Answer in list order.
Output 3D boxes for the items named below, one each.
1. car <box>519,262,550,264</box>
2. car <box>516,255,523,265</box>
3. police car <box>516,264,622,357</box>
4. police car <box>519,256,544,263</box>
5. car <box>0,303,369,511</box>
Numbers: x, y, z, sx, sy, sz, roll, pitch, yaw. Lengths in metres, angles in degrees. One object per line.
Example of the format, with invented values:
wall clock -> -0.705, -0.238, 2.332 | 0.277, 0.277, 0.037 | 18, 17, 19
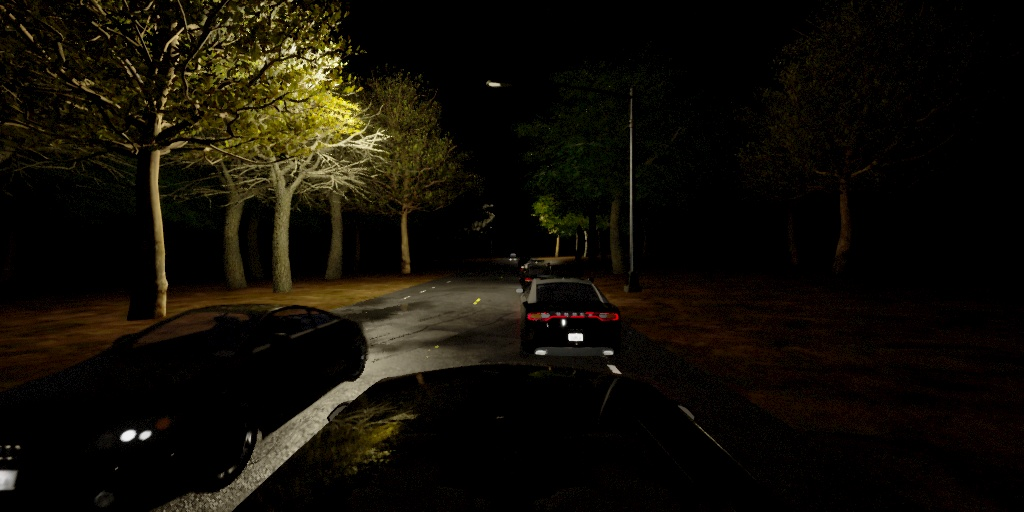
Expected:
car -> 1.405, 1.216, 18.488 | 1.812, 1.442, 4.674 | 0, 0, 2
car -> 1.819, 0.838, 50.133 | 1.837, 1.490, 4.892 | 0, 1, 2
police car -> 1.126, 1.166, 8.660 | 1.930, 1.638, 5.238 | 0, 0, 1
police car -> 1.666, 1.059, 24.574 | 1.930, 1.638, 5.238 | 0, 1, 3
car -> -3.432, 1.314, 4.390 | 1.994, 1.385, 4.181 | 0, 0, 1
